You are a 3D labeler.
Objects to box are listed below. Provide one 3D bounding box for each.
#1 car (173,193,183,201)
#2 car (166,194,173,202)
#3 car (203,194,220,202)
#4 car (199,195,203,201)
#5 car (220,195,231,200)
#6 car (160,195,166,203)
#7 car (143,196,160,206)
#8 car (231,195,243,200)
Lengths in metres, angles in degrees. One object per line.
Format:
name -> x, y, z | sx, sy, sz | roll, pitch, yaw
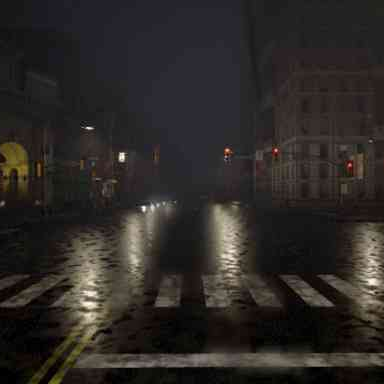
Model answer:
car -> -3.966, 1.224, 85.950 | 2.150, 2.045, 5.566 | 0, 0, 19
car -> -6.440, 1.525, 75.886 | 2.128, 1.511, 4.902 | 0, 0, 7
car -> 4.600, 1.525, 77.949 | 2.128, 1.511, 4.902 | 0, 0, 13
car -> 3.319, 1.524, 85.422 | 1.812, 1.442, 4.674 | 0, 0, 22
car -> 8.270, 1.466, 94.411 | 1.882, 1.535, 5.008 | 0, 0, 38
car -> -6.979, 1.491, 65.733 | 2.128, 1.511, 4.902 | 0, 0, 1
car -> -7.016, 1.601, 55.695 | 1.895, 1.301, 4.718 | 0, 0, 1
car -> 12.491, 1.500, 94.191 | 1.837, 1.490, 4.892 | 0, 0, 41
